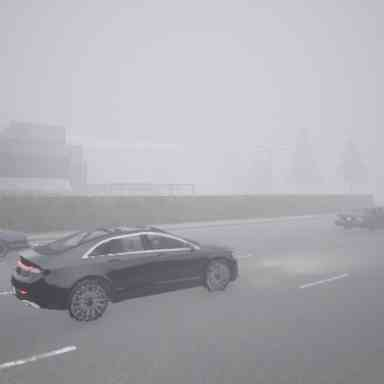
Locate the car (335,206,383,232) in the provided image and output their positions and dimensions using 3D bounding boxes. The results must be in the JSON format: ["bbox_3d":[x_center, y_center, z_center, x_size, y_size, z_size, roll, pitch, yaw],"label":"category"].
[{"bbox_3d":[10.786,1.547,20.022,5.357,1.411,2.033,0,0,-35],"label":"car"}]

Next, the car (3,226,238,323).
[{"bbox_3d":[-1.140,1.491,7.230,4.902,1.511,2.128,0,0,-35],"label":"car"}]

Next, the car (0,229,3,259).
[{"bbox_3d":[-8.271,1.547,10.744,5.357,1.411,2.033,0,0,-35],"label":"car"}]
